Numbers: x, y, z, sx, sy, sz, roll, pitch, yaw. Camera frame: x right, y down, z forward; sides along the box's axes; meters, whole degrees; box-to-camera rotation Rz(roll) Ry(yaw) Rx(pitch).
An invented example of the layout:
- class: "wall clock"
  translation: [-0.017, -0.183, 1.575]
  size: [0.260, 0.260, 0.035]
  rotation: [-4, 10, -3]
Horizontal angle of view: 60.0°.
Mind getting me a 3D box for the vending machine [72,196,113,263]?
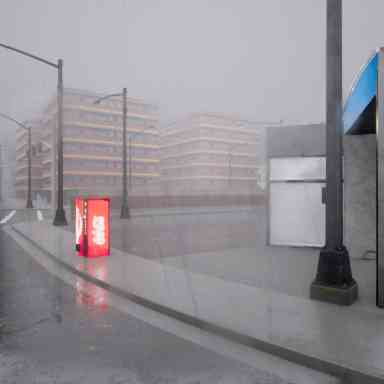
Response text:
- class: "vending machine"
  translation: [-3.349, 1.195, 11.238]
  size: [1.100, 2.100, 0.880]
  rotation: [0, 0, -36]
